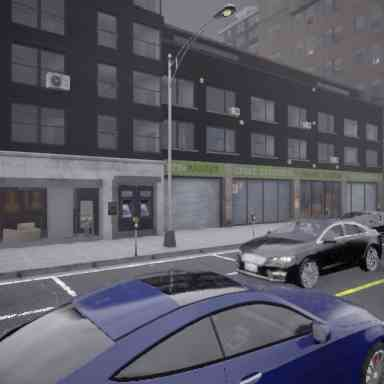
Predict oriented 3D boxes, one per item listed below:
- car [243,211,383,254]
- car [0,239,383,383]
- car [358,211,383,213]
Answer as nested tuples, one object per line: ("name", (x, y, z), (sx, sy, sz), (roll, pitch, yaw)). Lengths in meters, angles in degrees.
("car", (3.372, 1.491, 9.185), (4.902, 1.511, 2.128), (0, 0, -35))
("car", (0.142, 1.526, 3.260), (4.674, 1.442, 1.812), (0, 0, -35))
("car", (8.036, 1.566, 15.630), (4.313, 1.339, 1.947), (0, 0, -36))
